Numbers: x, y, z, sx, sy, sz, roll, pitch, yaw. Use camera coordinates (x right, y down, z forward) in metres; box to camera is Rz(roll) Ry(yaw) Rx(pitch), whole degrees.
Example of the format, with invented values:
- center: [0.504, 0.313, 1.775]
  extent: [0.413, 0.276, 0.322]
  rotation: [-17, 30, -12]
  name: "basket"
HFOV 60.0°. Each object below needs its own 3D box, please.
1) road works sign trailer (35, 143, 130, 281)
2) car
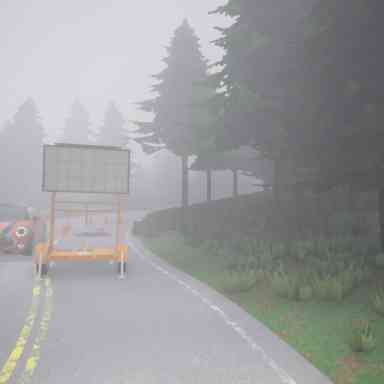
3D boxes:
- center: [-3.093, 0.424, 9.791]
  extent: [2.380, 3.560, 2.880]
  rotation: [2, 0, -15]
  name: "road works sign trailer"
- center: [-6.709, 1.227, 12.150]
  extent: [2.097, 1.767, 4.553]
  rotation: [1, 0, -16]
  name: "car"
